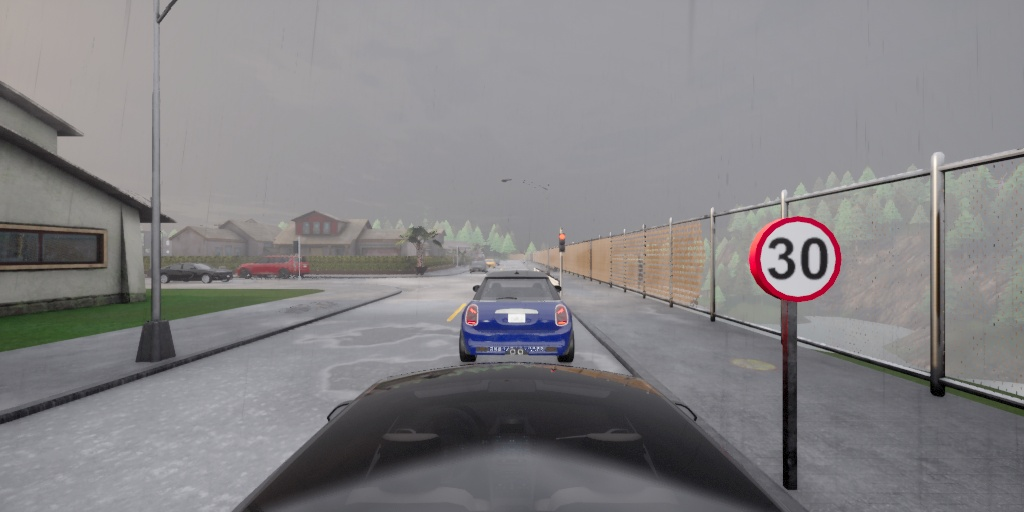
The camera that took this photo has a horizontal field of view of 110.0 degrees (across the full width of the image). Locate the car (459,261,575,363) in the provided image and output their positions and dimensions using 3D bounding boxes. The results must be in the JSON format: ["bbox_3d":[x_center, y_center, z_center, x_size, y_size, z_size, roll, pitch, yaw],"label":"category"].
[{"bbox_3d":[0.117,1.102,8.357,2.097,1.767,4.553,0,0,1],"label":"car"}]

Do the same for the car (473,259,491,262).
[{"bbox_3d":[-3.751,1.255,40.768,1.837,1.490,4.892,0,0,1],"label":"car"}]

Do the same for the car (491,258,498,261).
[{"bbox_3d":[-3.605,1.227,55.724,1.882,1.535,5.008,0,0,1],"label":"car"}]

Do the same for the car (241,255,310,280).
[{"bbox_3d":[-20.310,0.971,30.709,5.566,2.045,2.150,0,0,3],"label":"car"}]

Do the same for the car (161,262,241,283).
[{"bbox_3d":[-23.612,1.228,26.708,5.008,1.535,1.882,0,0,1],"label":"car"}]
